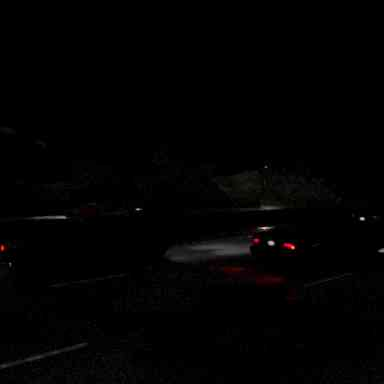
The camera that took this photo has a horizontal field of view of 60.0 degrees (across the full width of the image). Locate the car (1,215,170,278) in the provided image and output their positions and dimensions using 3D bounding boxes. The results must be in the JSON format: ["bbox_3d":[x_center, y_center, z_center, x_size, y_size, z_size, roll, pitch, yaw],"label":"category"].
[{"bbox_3d":[-3.047,1.599,10.171,4.718,1.301,1.895,0,0,-35],"label":"car"}]

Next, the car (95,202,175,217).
[{"bbox_3d":[-3.815,1.594,22.748,4.718,1.301,1.895,0,0,-35],"label":"car"}]

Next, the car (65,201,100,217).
[{"bbox_3d":[-9.757,1.557,31.404,4.181,1.385,1.994,0,0,-35],"label":"car"}]

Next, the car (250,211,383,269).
[{"bbox_3d":[4.351,1.541,11.140,5.357,1.411,2.033,0,0,-35],"label":"car"}]

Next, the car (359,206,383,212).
[{"bbox_3d":[11.594,1.565,20.609,4.181,1.385,1.994,1,0,-35],"label":"car"}]

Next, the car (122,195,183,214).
[{"bbox_3d":[-3.028,1.343,27.589,4.553,1.767,2.097,0,0,-35],"label":"car"}]
